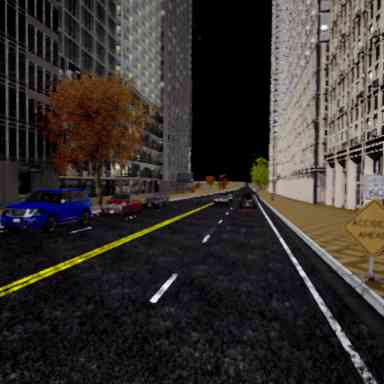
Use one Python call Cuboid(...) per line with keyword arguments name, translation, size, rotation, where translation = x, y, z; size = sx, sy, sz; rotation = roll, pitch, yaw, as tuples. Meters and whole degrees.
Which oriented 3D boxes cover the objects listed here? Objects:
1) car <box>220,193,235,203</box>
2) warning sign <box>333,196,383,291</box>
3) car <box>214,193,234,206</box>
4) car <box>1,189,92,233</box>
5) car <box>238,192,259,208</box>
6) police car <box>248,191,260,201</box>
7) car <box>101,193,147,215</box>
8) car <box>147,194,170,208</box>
Cuboid(name="car", translation=(5.679, 0.858, 53.295), size=(2.033, 1.411, 5.357), rotation=(1, 1, 10))
Cuboid(name="warning sign", translation=(3.942, 1.068, 7.279), size=(1.300, 1.860, 1.060), rotation=(2, 2, 10))
Cuboid(name="car", translation=(3.915, 0.985, 42.953), size=(2.033, 1.411, 5.357), rotation=(1, 1, 9))
Cuboid(name="car", translation=(-7.243, 0.863, 17.333), size=(2.150, 2.045, 5.566), rotation=(1, 1, 10))
Cuboid(name="car", translation=(6.462, 1.044, 38.543), size=(1.837, 1.490, 4.892), rotation=(1, 1, 10))
Cuboid(name="police car", translation=(11.503, 0.694, 61.923), size=(1.930, 1.638, 5.238), rotation=(1, 1, 10))
Cuboid(name="car", translation=(-5.597, 0.879, 26.971), size=(2.097, 1.767, 4.553), rotation=(1, 1, 10))
Cuboid(name="car", translation=(-3.865, 0.957, 36.917), size=(2.033, 1.411, 5.357), rotation=(1, 1, 10))
